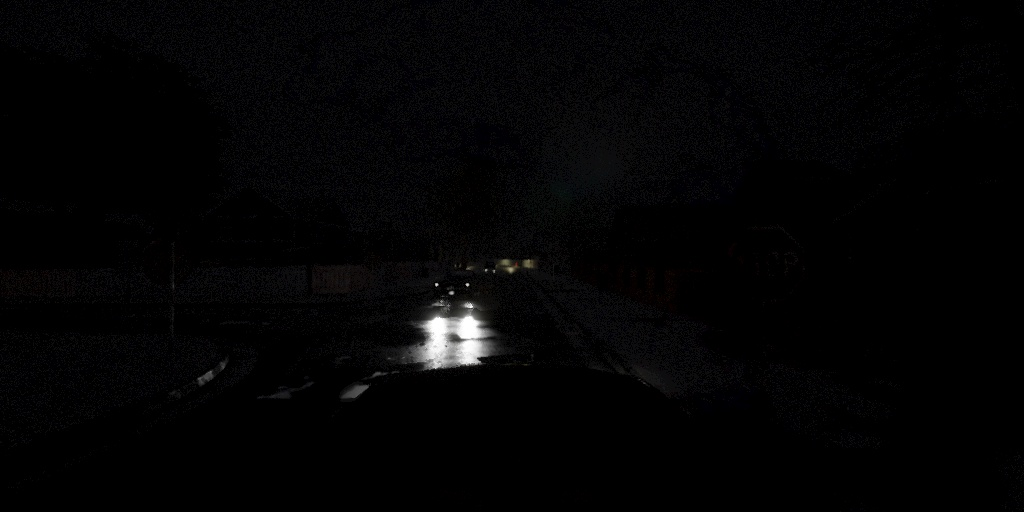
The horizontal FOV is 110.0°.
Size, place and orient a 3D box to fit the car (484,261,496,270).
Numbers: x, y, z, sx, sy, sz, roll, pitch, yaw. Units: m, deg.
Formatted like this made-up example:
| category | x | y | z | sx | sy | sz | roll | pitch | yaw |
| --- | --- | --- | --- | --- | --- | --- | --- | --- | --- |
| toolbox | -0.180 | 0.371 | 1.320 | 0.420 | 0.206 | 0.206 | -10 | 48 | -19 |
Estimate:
| category | x | y | z | sx | sy | sz | roll | pitch | yaw |
| --- | --- | --- | --- | --- | --- | --- | --- | --- | --- |
| car | -3.647 | 1.527 | 59.290 | 2.033 | 1.411 | 5.357 | 0 | 0 | -5 |

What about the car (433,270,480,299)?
| category | x | y | z | sx | sy | sz | roll | pitch | yaw |
| --- | --- | --- | --- | --- | --- | --- | --- | --- | --- |
| car | -2.781 | 1.416 | 18.765 | 1.895 | 1.301 | 4.718 | 0 | 0 | 0 |
